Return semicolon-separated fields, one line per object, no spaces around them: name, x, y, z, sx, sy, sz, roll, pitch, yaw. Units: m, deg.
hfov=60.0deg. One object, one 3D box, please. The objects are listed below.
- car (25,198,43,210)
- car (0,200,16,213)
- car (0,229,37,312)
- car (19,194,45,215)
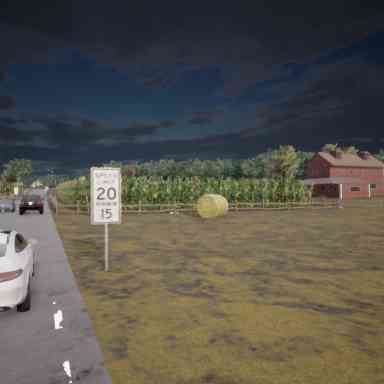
car;-21.175;1.594;44.625;2.033;1.411;5.357;0;0;-24
car;-21.307;1.628;38.178;2.033;1.411;5.357;0;0;-24
car;-4.441;1.534;7.158;1.812;1.442;4.674;0;0;-24
car;-16.930;1.265;35.230;2.150;2.045;5.566;0;0;-23
